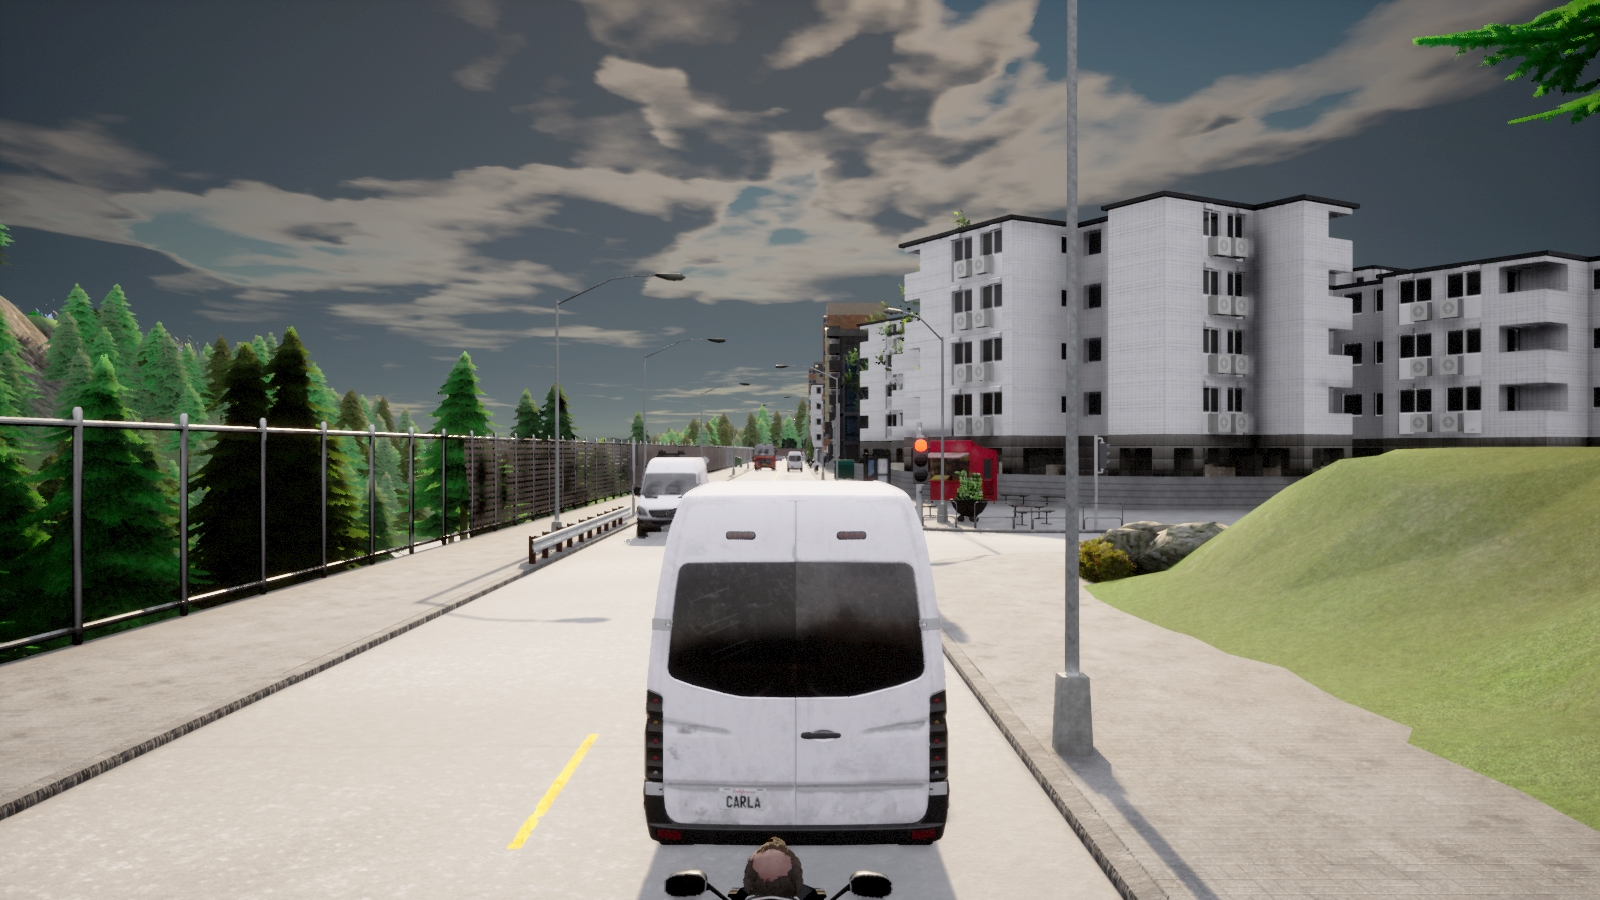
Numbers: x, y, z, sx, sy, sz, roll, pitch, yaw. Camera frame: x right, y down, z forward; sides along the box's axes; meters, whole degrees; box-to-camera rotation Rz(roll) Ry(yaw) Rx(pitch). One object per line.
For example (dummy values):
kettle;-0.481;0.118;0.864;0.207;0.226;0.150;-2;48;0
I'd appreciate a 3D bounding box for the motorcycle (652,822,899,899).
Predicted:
motorcycle;-0.090;2.205;3.746;0.867;1.251;2.209;0;0;1

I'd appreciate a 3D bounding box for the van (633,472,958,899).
van;-0.034;1.534;9.946;1.988;2.561;5.915;0;0;0

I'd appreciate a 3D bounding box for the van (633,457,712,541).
van;-4.161;1.534;38.113;1.988;2.561;5.915;0;0;0
